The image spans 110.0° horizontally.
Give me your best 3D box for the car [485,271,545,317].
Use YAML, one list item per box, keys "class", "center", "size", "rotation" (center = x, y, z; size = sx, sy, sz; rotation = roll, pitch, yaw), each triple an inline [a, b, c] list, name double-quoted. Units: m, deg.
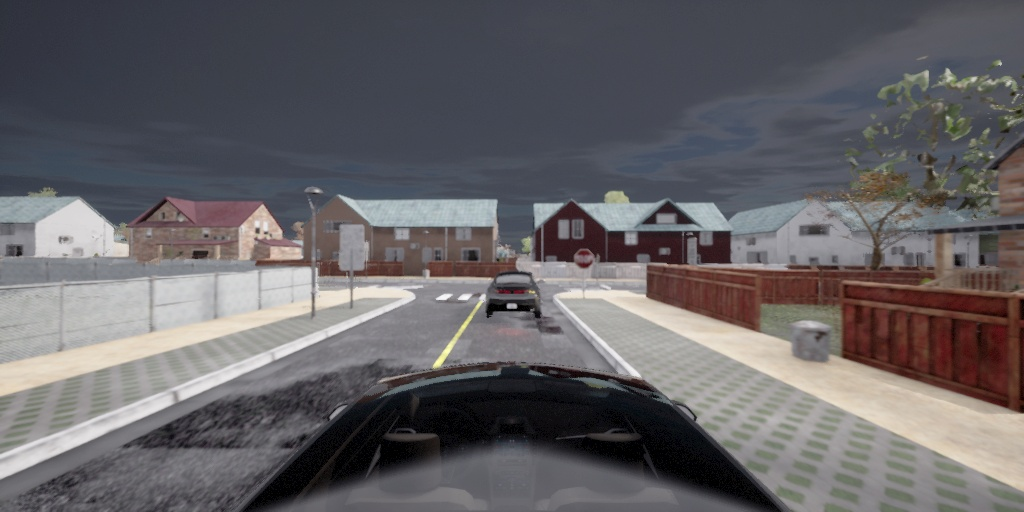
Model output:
- class: "car"
  center: [0.144, 1.292, 13.364]
  size: [1.837, 1.490, 4.892]
  rotation: [0, 0, 3]
